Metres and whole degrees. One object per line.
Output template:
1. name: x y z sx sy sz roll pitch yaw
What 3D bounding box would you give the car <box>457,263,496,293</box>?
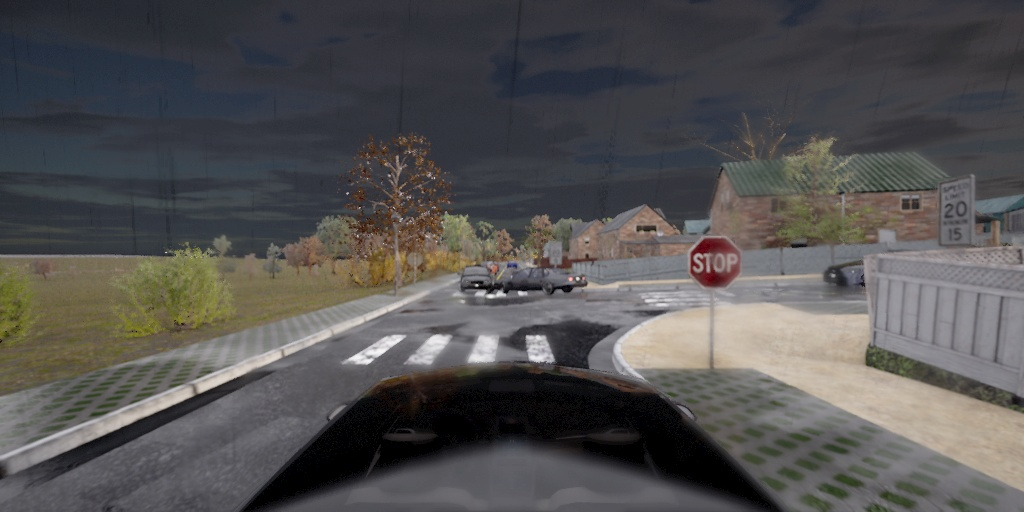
1. car: -2.238 1.369 21.935 1.837 1.490 4.892 0 0 -8

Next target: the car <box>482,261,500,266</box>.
1. car: -2.825 1.341 41.754 2.097 1.767 4.553 0 0 1

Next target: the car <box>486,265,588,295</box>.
1. car: 1.348 1.293 19.023 5.357 1.411 2.033 -4 -3 43

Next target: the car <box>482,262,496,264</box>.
1. car: -2.835 1.473 31.750 2.033 1.411 5.357 0 0 0

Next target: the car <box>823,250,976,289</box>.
1. car: 14.397 0.478 13.399 4.181 1.385 1.994 -3 -1 16
